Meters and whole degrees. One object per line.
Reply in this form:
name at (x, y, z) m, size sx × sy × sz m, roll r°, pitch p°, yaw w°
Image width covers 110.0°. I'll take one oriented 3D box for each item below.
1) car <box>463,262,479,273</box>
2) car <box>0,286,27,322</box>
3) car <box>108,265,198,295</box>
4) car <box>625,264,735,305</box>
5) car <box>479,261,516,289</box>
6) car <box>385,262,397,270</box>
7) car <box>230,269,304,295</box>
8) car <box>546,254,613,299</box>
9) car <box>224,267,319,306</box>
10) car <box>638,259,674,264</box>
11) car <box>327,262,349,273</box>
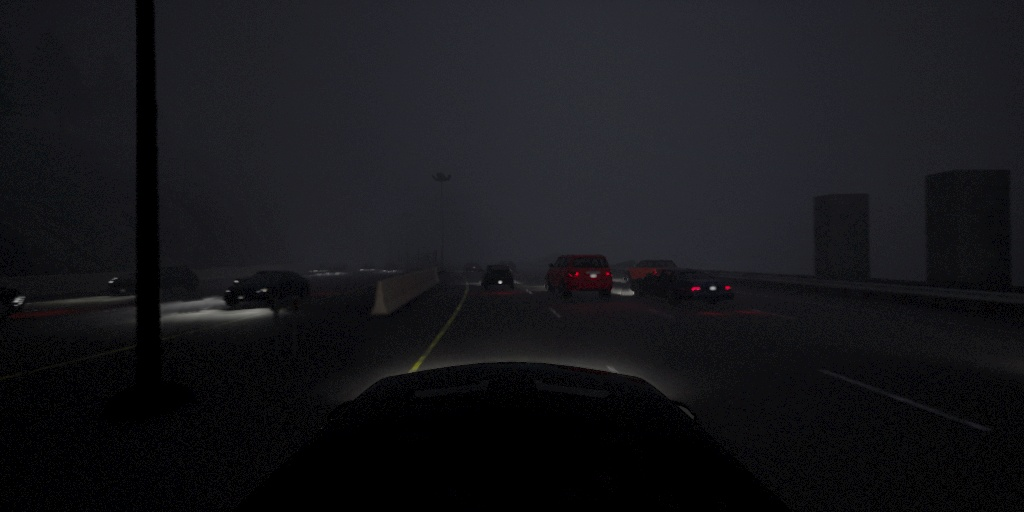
car at (-5.280, 1.414, 47.085) m, size 1.994 × 1.385 × 4.181 m, roll -1°, pitch 0°, yaw -15°
car at (-17.821, 1.474, 10.395) m, size 1.837 × 1.490 × 4.892 m, roll 0°, pitch -1°, yaw -3°
car at (-22.382, 1.383, 22.583) m, size 2.097 × 1.767 × 4.553 m, roll -1°, pitch 0°, yaw -7°
car at (7.032, 1.226, 15.505) m, size 2.033 × 1.411 × 5.357 m, roll -1°, pitch 0°, yaw -6°
car at (-1.010, 1.286, 23.588) m, size 1.837 × 1.490 × 4.892 m, roll 0°, pitch 0°, yaw -7°
car at (-19.647, 1.633, 58.231) m, size 1.895 × 1.301 × 4.718 m, roll -1°, pitch 0°, yaw -18°
car at (-15.328, 1.550, 22.757) m, size 1.895 × 1.301 × 4.718 m, roll -1°, pitch 0°, yaw -7°
car at (3.222, 0.947, 18.110) m, size 2.150 × 2.045 × 5.566 m, roll 0°, pitch 0°, yaw -6°
car at (-11.240, 1.421, 16.911) m, size 1.812 × 1.442 × 4.674 m, roll -1°, pitch 0°, yaw -5°
car at (9.399, 1.009, 24.257) m, size 2.097 × 1.767 × 4.553 m, roll -1°, pitch 0°, yaw -7°
car at (-25.147, 1.690, 52.421) m, size 1.895 × 1.301 × 4.718 m, roll -1°, pitch 0°, yaw -17°
